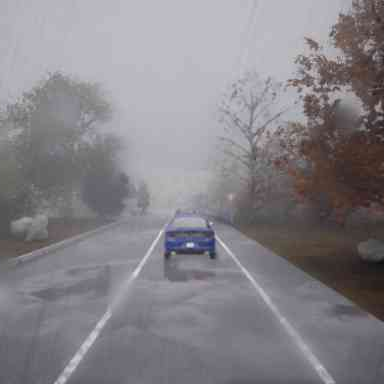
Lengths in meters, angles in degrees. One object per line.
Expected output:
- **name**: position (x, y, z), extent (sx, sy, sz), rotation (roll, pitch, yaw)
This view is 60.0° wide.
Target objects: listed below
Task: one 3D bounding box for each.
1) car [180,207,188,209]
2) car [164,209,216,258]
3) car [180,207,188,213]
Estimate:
- **car**: position (-0.516, 2.070, 28.424), extent (1.895, 1.301, 4.718), rotation (0, -2, -1)
- **car**: position (-0.114, 1.677, 13.762), extent (1.882, 1.535, 5.008), rotation (0, -1, -1)
- **car**: position (-1.874, 4.239, 78.112), extent (1.812, 1.442, 4.674), rotation (0, -3, -2)
